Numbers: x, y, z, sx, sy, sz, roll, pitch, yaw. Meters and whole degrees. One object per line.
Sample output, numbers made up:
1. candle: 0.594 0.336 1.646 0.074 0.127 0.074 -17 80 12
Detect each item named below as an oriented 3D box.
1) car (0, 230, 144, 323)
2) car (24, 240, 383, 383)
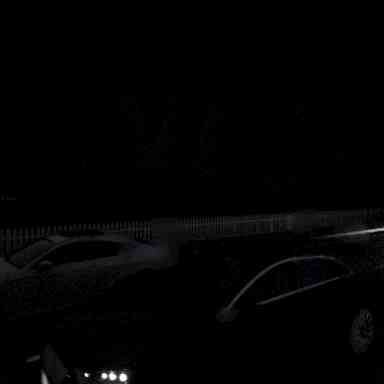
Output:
1. car: -2.472 1.526 6.508 4.674 1.442 1.812 0 0 -36
2. car: 0.665 1.491 4.459 4.902 1.511 2.128 0 0 -35
